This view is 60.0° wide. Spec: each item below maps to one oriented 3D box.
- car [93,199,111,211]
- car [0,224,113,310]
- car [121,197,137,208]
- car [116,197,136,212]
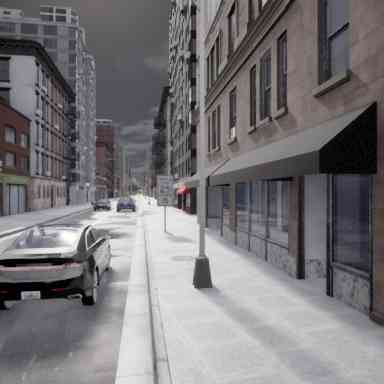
[{"bbox_3d":[-11.324,1.603,42.339,2.033,1.411,5.357,0,0,-9],"label":"car"},{"bbox_3d":[-3.030,1.497,7.893,2.128,1.511,4.902,0,0,-9],"label":"car"},{"bbox_3d":[-9.432,1.561,49.845,2.128,1.511,4.902,0,0,-9],"label":"car"},{"bbox_3d":[-7.865,1.401,39.966,2.097,1.767,4.553,0,0,-8],"label":"car"}]
